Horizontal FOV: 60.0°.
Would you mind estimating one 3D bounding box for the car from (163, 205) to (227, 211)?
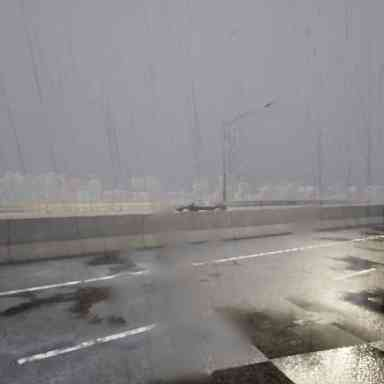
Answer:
[{"bbox_3d":[0.364,1.195,25.547,5.357,1.411,2.033,0,0,-35],"label":"car"}]
